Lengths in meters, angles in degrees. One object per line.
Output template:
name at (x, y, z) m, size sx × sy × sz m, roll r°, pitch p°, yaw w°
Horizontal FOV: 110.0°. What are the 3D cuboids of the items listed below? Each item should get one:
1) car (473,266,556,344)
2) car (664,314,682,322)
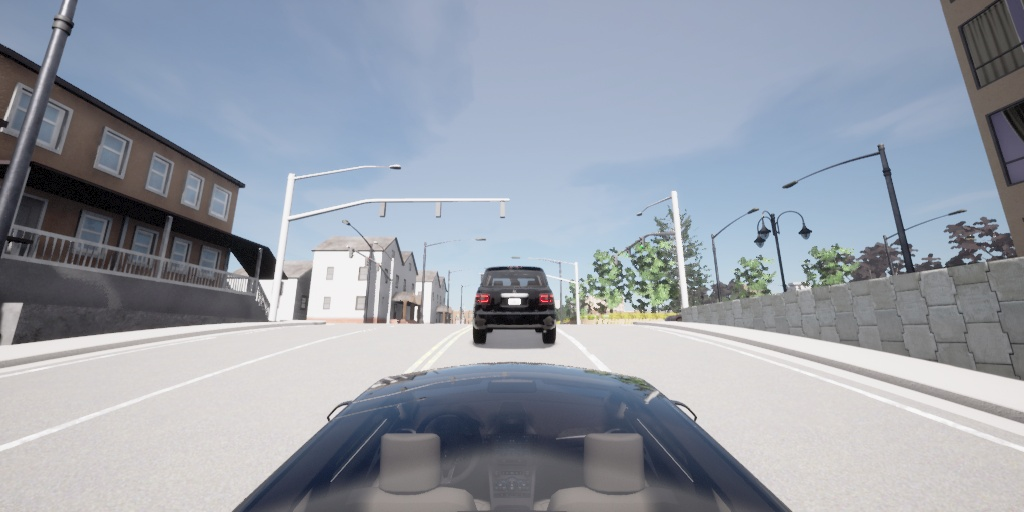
car at (0.066, 1.500, 11.164) m, size 2.150 × 2.045 × 5.566 m, roll 0°, pitch -7°, yaw 0°
car at (15.876, 5.447, 31.703) m, size 4.553 × 1.767 × 2.097 m, roll 0°, pitch -12°, yaw 1°
